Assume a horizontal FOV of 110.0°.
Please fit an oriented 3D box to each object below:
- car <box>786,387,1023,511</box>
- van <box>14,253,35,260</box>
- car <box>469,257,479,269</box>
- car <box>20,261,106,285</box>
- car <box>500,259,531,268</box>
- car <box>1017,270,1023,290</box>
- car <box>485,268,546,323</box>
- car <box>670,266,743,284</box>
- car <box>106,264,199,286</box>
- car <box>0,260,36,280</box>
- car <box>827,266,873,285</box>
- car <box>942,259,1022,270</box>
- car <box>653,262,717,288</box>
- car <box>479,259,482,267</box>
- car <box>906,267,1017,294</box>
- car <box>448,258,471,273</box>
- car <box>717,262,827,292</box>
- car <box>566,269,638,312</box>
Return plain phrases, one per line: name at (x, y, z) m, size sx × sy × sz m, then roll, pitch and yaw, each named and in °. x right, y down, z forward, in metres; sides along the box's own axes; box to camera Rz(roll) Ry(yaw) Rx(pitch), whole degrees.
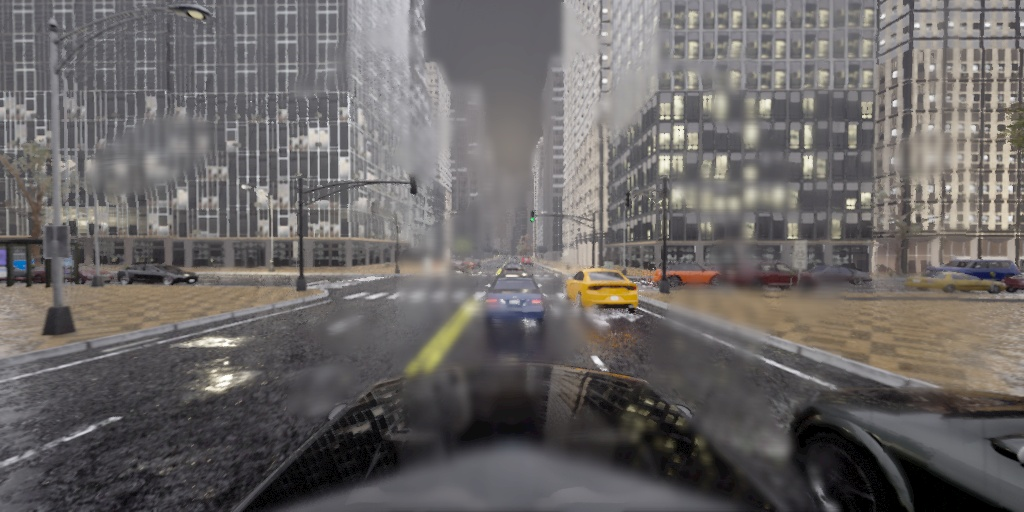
car at (3.347, 1.314, 1.342) m, size 1.994 × 1.385 × 4.181 m, roll 0°, pitch 0°, yaw 0°
van at (-45.295, 0.629, 32.034) m, size 3.998 × 1.789 × 1.690 m, roll 0°, pitch 0°, yaw 1°
car at (-6.574, 1.096, 54.006) m, size 2.097 × 1.767 × 4.553 m, roll 0°, pitch 0°, yaw 0°
car at (-28.421, 1.156, 23.205) m, size 4.207 × 1.307 × 1.802 m, roll 0°, pitch 0°, yaw 1°
car at (0.106, 1.245, 27.835) m, size 2.128 × 1.511 × 4.902 m, roll 1°, pitch 1°, yaw 0°
car at (33.107, 1.704, 22.268) m, size 4.207 × 1.307 × 1.802 m, roll 0°, pitch 0°, yaw 1°
car at (0.099, 1.299, 12.139) m, size 2.033 × 1.411 × 5.357 m, roll 0°, pitch 0°, yaw 0°
car at (15.262, 1.476, 28.350) m, size 4.718 × 1.301 × 1.895 m, roll 1°, pitch 1°, yaw 1°
car at (-22.737, 1.192, 23.073) m, size 4.313 × 1.339 × 1.948 m, roll 0°, pitch 0°, yaw 1°
car at (-34.101, 1.087, 23.376) m, size 4.313 × 1.339 × 1.948 m, roll 0°, pitch 0°, yaw 1°
car at (25.000, 1.509, 28.182) m, size 5.357 × 1.411 × 2.033 m, roll 1°, pitch 1°, yaw 1°
car at (35.799, 1.279, 27.990) m, size 5.566 × 2.045 × 2.150 m, roll 1°, pitch 1°, yaw 2°
car at (12.476, 1.253, 25.188) m, size 4.553 × 1.767 × 2.097 m, roll 0°, pitch 1°, yaw -4°
car at (-6.517, 1.243, 64.206) m, size 1.837 × 1.490 × 4.892 m, roll 0°, pitch 0°, yaw 0°
car at (27.637, 1.598, 22.361) m, size 4.829 × 1.417 × 1.751 m, roll 0°, pitch 0°, yaw 1°
car at (-6.602, 1.312, 44.004) m, size 1.994 × 1.385 × 4.181 m, roll 0°, pitch 0°, yaw 0°
car at (16.188, 1.288, 22.555) m, size 5.009 × 1.841 × 2.192 m, roll 0°, pitch 0°, yaw 1°
car at (3.348, 1.229, 14.164) m, size 1.882 × 1.535 × 5.008 m, roll 0°, pitch 0°, yaw 0°
